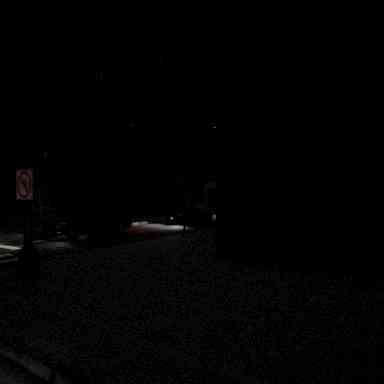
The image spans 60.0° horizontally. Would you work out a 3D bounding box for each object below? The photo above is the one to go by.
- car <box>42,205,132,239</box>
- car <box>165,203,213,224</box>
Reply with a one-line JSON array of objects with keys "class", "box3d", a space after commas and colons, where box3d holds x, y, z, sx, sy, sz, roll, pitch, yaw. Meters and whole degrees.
[{"class": "car", "box3d": [-5.459, 1.516, 17.892, 1.882, 1.535, 5.008, 0, 0, 35]}, {"class": "car", "box3d": [-0.080, 1.582, 25.443, 1.812, 1.442, 4.674, 0, 0, 35]}]
